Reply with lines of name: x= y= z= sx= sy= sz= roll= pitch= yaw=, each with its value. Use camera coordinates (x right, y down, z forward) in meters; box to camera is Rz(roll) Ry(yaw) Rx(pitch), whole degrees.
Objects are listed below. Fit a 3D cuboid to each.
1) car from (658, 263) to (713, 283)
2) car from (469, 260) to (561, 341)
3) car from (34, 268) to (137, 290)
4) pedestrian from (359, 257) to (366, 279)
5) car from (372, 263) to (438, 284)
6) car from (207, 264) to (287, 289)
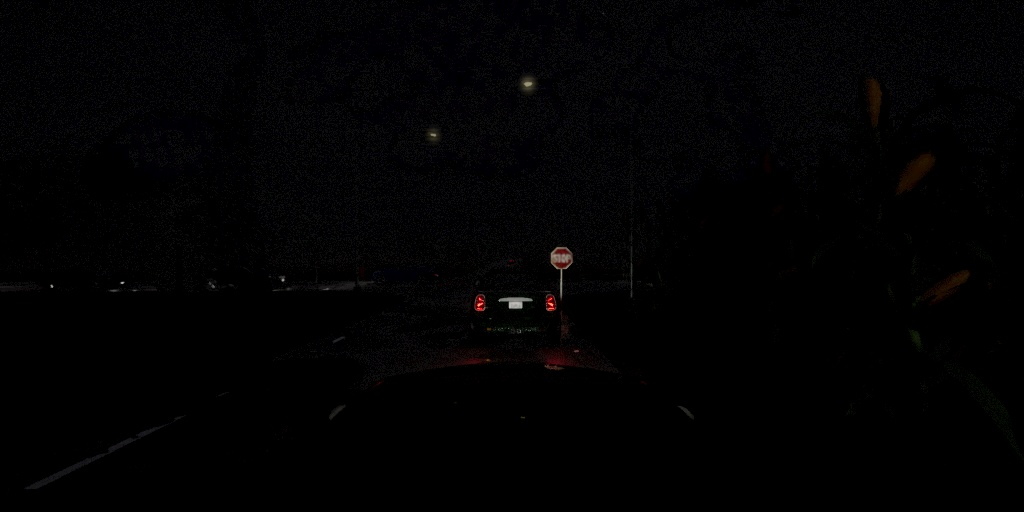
car: x=12.990 y=1.251 z=26.441 sx=4.674 sy=1.442 sz=1.812 roll=0 pitch=2 yaw=0
car: x=0.027 y=1.098 z=10.000 sx=2.097 sy=1.767 sz=4.553 roll=0 pitch=0 yaw=-1
car: x=-27.451 y=1.434 z=23.210 sx=4.718 sy=1.301 sz=1.895 roll=0 pitch=2 yaw=0
pedestrian: x=-12.251 y=0.983 z=29.271 sx=0.375 sy=1.860 sz=0.375 roll=0 pitch=2 yaw=0
car: x=-7.788 y=1.248 z=26.294 sx=4.674 sy=1.442 sz=1.812 roll=0 pitch=2 yaw=-1
car: x=-17.330 y=1.301 z=23.270 sx=4.902 sy=1.511 sz=2.128 roll=0 pitch=2 yaw=0
